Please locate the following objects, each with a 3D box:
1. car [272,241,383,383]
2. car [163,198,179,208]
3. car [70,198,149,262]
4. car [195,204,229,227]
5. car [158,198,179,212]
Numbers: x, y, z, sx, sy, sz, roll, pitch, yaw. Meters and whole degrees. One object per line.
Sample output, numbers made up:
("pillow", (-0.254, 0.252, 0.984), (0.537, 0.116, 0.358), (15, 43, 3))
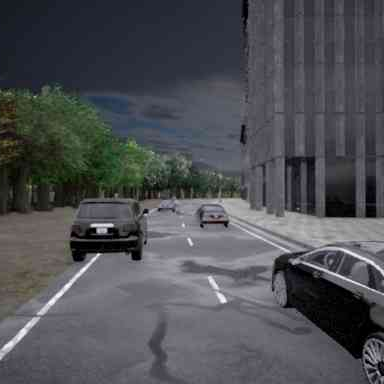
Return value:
("car", (2.757, 1.496, 5.045), (2.128, 1.511, 4.902), (0, 0, -6))
("car", (-2.948, 1.501, 48.231), (1.895, 1.301, 4.718), (0, 0, 2))
("car", (-2.855, 1.225, 12.375), (2.150, 2.045, 5.566), (0, 0, -5))
("car", (1.289, 1.535, 22.561), (2.033, 1.411, 5.357), (0, 0, -3))
("car", (-2.798, 1.490, 37.588), (2.033, 1.411, 5.357), (0, 0, 0))
